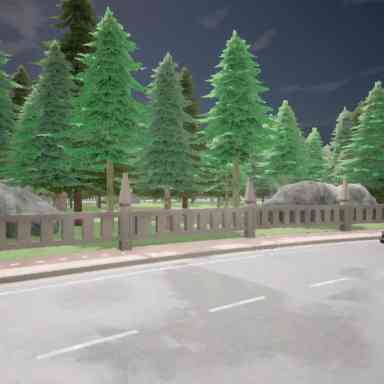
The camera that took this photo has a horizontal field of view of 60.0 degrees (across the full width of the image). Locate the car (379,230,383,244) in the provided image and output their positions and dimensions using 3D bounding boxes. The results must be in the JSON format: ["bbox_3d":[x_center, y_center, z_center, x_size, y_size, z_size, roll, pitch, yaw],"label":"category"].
[{"bbox_3d":[10.088,1.551,13.142,5.357,1.411,2.033,0,0,-19],"label":"car"}]
